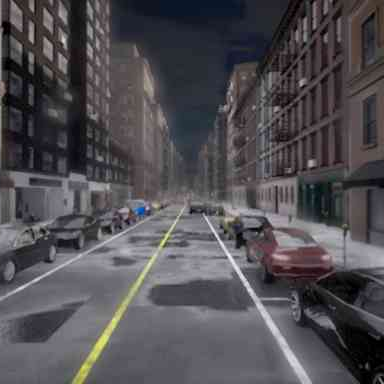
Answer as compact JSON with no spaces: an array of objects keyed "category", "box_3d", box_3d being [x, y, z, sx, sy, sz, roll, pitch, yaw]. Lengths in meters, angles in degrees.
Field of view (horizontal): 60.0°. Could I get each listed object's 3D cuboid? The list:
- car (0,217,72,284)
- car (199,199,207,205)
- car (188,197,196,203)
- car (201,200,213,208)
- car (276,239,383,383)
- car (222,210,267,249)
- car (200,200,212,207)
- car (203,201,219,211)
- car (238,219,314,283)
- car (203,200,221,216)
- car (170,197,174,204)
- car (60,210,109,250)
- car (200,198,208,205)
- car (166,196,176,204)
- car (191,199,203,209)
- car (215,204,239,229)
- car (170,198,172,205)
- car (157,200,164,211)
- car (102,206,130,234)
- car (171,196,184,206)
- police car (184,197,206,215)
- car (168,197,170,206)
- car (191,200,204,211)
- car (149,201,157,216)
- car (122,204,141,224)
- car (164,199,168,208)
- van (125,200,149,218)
[{"category":"car","box_3d":[-5.388,1.642,9.685,2.008,1.369,4.403,0,-1,0]},{"category":"car","box_3d":[2.643,2.295,80.038,1.802,1.307,4.206,0,0,0]},{"category":"car","box_3d":[0.006,2.103,88.811,1.882,1.535,5.008,0,0,0]},{"category":"car","box_3d":[2.641,2.095,58.387,1.947,1.339,4.313,0,-1,0]},{"category":"car","box_3d":[2.637,1.607,4.262,1.947,1.339,4.313,0,-1,0]},{"category":"car","box_3d":[2.638,1.706,15.088,1.947,1.339,4.313,0,-1,0]},{"category":"car","box_3d":[2.642,2.142,63.800,1.947,1.339,4.313,0,0,0]},{"category":"car","box_3d":[2.640,1.983,47.562,2.008,1.369,4.403,0,-1,0]},{"category":"car","box_3d":[2.637,1.673,9.675,1.802,1.307,4.206,0,-1,0]},{"category":"car","box_3d":[2.639,1.887,36.738,2.008,1.369,4.403,0,-1,0]},{"category":"car","box_3d":[-5.383,2.173,69.222,2.008,1.369,4.403,0,0,0]},{"category":"car","box_3d":[-5.388,1.706,15.097,1.947,1.339,4.313,0,-1,0]},{"category":"car","box_3d":[2.642,2.195,74.796,1.752,1.417,4.829,0,0,0]},{"category":"car","box_3d":[-5.382,2.073,85.462,2.192,1.841,5.009,0,0,0]},{"category":"car","box_3d":[0.828,1.970,54.266,1.882,1.535,5.008,0,-1,0]},{"category":"car","box_3d":[2.638,1.717,20.670,1.752,1.417,4.829,0,-1,0]},{"category":"car","box_3d":[-5.384,2.158,63.809,1.802,1.307,4.206,0,-1,0]},{"category":"car","box_3d":[-5.385,1.956,47.402,1.752,1.417,4.829,0,-1,0]},{"category":"car","box_3d":[-5.387,1.756,20.510,1.947,1.339,4.313,0,-1,0]},{"category":"car","box_3d":[-2.745,1.866,71.756,2.150,2.045,5.566,0,0,0]},{"category":"police car","box_3d":[0.524,1.775,38.300,1.930,1.638,5.238,0,-1,-5]},{"category":"car","box_3d":[-5.384,2.053,58.227,1.752,1.417,4.829,0,-1,0]},{"category":"car","box_3d":[0.719,1.945,48.267,1.837,1.490,4.892,0,-1,0]},{"category":"car","box_3d":[-5.386,1.776,36.748,1.967,1.590,4.097,0,-1,0]},{"category":"car","box_3d":[-5.387,1.821,25.922,1.802,1.307,4.206,0,-1,0]},{"category":"car","box_3d":[-5.385,2.046,52.984,1.947,1.339,4.313,0,-1,0]},{"category":"van","box_3d":[-5.386,1.629,31.337,1.690,1.788,3.998,0,-1,0]}]
